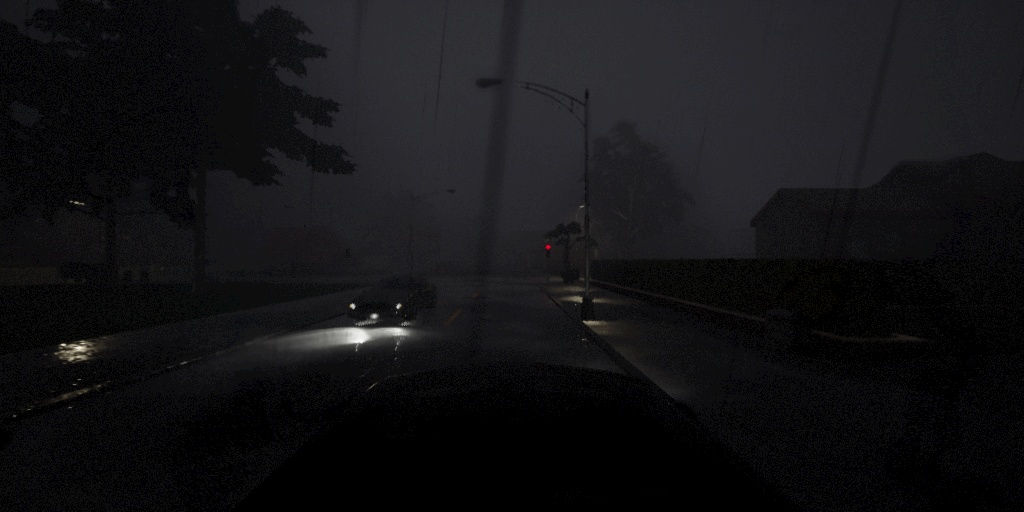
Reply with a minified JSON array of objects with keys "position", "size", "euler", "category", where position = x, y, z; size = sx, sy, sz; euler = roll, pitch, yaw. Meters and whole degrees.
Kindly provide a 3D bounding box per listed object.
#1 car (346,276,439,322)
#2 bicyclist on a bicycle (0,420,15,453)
[{"position":[-4.063,1.436,13.274],"size":[2.033,1.411,5.357],"euler":[0,-1,0],"category":"car"},{"position":[-3.130,1.205,1.772],"size":[1.656,1.620,0.582],"euler":[-2,-1,0],"category":"bicyclist on a bicycle"}]
